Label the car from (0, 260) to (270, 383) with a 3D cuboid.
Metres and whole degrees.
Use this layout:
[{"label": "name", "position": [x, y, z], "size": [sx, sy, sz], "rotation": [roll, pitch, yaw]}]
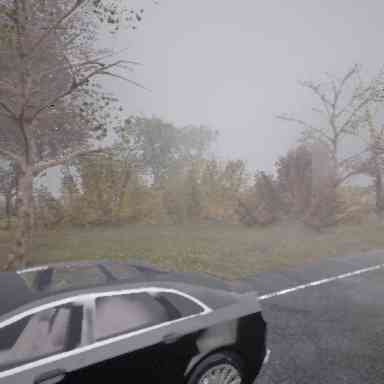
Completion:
[{"label": "car", "position": [-1.430, 1.492, 2.975], "size": [4.902, 1.511, 2.128], "rotation": [0, 0, -36]}]
